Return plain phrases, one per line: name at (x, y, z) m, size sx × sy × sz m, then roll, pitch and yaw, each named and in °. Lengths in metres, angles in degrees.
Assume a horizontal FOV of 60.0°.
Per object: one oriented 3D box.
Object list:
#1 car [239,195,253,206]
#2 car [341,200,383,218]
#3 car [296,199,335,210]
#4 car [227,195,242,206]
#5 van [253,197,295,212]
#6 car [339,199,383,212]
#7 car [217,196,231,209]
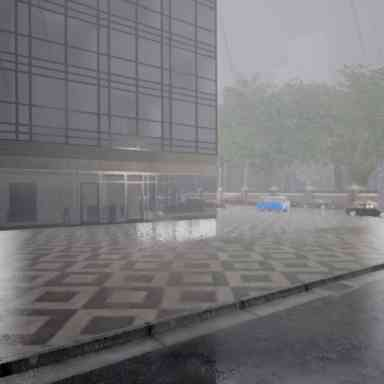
car at (9.944, 1.635, 52.148) m, size 1.802 × 1.307 × 4.206 m, roll -1°, pitch 0°, yaw -35°
car at (15.730, 1.577, 29.165) m, size 2.008 × 1.369 × 4.403 m, roll -1°, pitch 0°, yaw -35°
car at (16.317, 1.564, 43.119) m, size 2.008 × 1.369 × 4.403 m, roll -1°, pitch 0°, yaw -35°
car at (6.755, 1.380, 56.661) m, size 2.192 × 1.841 × 5.009 m, roll -1°, pitch 0°, yaw -35°
van at (9.355, 1.426, 38.193) m, size 1.690 × 1.788 × 3.998 m, roll -1°, pitch 0°, yaw -35°
car at (19.503, 1.568, 38.605) m, size 1.802 × 1.307 × 4.206 m, roll -1°, pitch 0°, yaw -35°
car at (2.984, 1.669, 47.222) m, size 1.887 × 1.381 × 4.507 m, roll -1°, pitch 0°, yaw -35°
